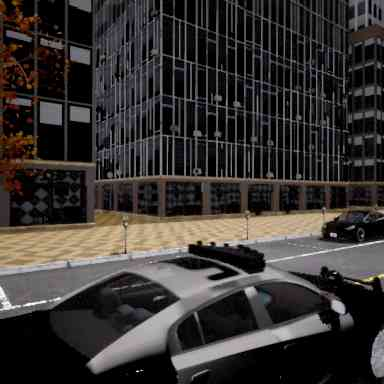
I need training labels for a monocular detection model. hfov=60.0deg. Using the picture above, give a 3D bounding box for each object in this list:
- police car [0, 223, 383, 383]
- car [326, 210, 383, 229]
[{"bbox_3d":[0.480,1.425,3.777,5.238,1.638,1.930,0,0,-36],"label":"police car"},{"bbox_3d":[8.140,1.563,16.226,4.313,1.339,1.947,0,0,-36],"label":"car"}]
